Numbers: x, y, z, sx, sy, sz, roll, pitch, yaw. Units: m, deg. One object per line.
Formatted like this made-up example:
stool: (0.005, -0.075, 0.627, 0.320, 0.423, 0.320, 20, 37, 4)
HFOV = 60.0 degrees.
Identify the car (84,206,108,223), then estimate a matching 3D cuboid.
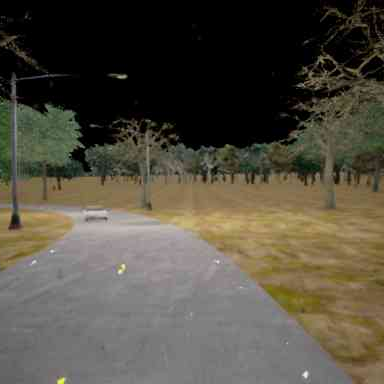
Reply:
car: (-8.604, 1.920, 29.648, 1.895, 1.301, 4.718, -1, 0, -21)

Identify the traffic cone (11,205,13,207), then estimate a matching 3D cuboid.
traffic cone: (-35.797, 2.700, 66.097, 0.340, 0.580, 0.340, 0, 2, 39)

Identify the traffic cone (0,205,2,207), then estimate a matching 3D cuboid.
traffic cone: (-39.640, 2.720, 69.051, 0.340, 0.580, 0.340, 0, 2, 36)
